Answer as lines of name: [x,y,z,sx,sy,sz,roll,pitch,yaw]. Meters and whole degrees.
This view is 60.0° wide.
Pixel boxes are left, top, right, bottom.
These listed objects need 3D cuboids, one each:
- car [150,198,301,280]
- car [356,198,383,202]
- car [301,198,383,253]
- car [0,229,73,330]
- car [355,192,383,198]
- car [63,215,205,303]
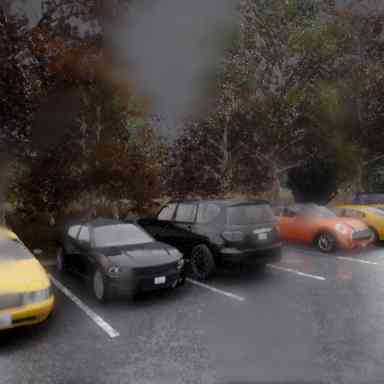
car: [0.172,1.199,10.217,2.435,2.045,5.566,-1,0,-35]
car: [9.261,1.301,16.893,1.946,1.575,5.366,-1,1,-35]
car: [4.715,1.267,13.461,2.185,1.767,4.553,-1,0,-35]
car: [-4.244,1.472,6.805,1.946,1.575,5.366,0,0,-35]
car: [11.649,1.007,18.334,2.435,2.045,5.566,-1,1,-35]
car: [-2.084,1.467,8.580,2.097,1.535,5.008,0,0,-36]
